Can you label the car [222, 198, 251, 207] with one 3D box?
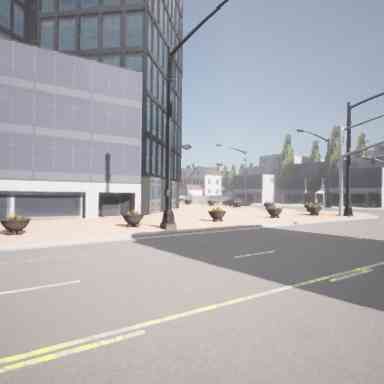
[{"bbox_3d":[7.153,1.726,53.844,2.033,1.411,5.357,1,-1,-35],"label":"car"}]
